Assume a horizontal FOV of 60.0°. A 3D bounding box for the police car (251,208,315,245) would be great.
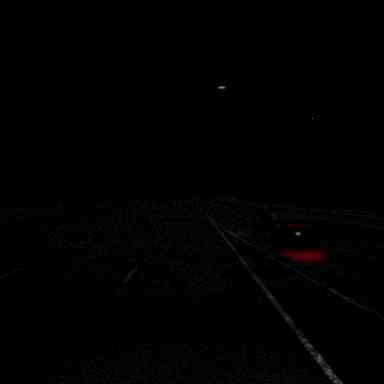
[{"bbox_3d":[4.350,1.606,16.798,1.930,1.638,5.238,0,-1,-4],"label":"police car"}]
